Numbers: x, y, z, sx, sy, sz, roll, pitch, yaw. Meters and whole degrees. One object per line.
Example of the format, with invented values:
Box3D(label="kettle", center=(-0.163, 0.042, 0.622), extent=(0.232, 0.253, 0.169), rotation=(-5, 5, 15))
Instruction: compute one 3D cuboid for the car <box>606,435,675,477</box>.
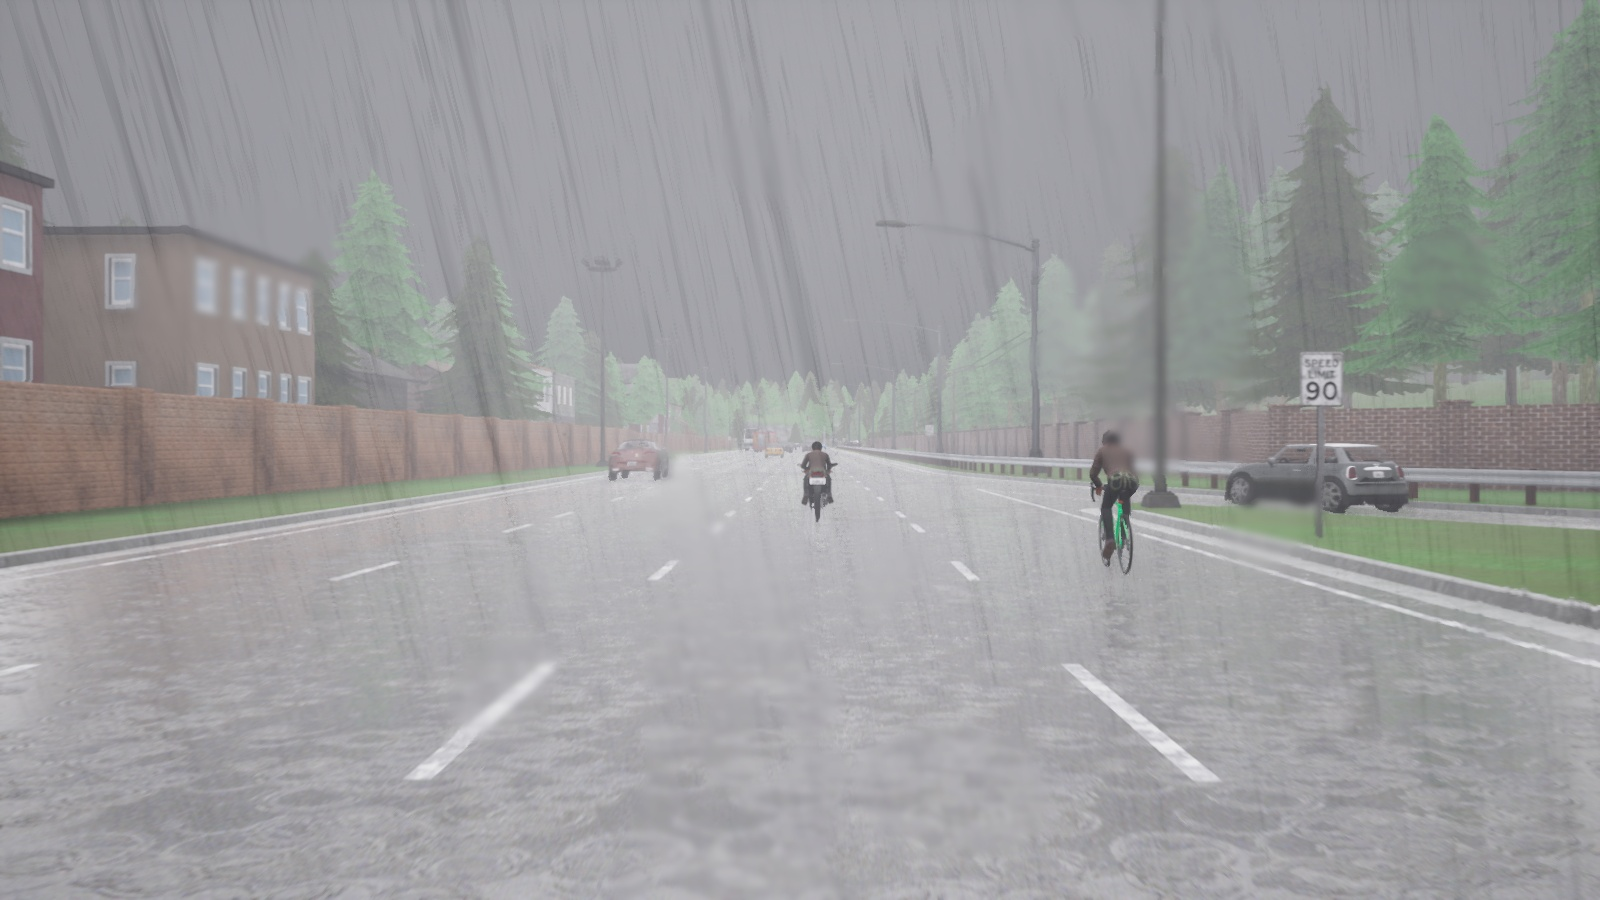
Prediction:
Box3D(label="car", center=(-6.502, 0.228, 51.674), extent=(2.152, 1.651, 5.027), rotation=(0, 0, 0))

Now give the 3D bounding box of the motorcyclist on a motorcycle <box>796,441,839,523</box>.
Box3D(label="motorcyclist on a motorcycle", center=(0.340, 0.591, 24.499), extent=(0.797, 1.523, 2.044), rotation=(0, 0, 1))

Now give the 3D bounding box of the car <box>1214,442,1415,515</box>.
Box3D(label="car", center=(11.248, 0.565, 27.712), extent=(1.970, 1.475, 3.806), rotation=(0, 0, -23))

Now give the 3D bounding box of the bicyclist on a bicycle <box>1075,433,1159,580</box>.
Box3D(label="bicyclist on a bicycle", center=(3.679, 0.619, 14.681), extent=(0.582, 1.620, 1.656), rotation=(0, 0, 1))
